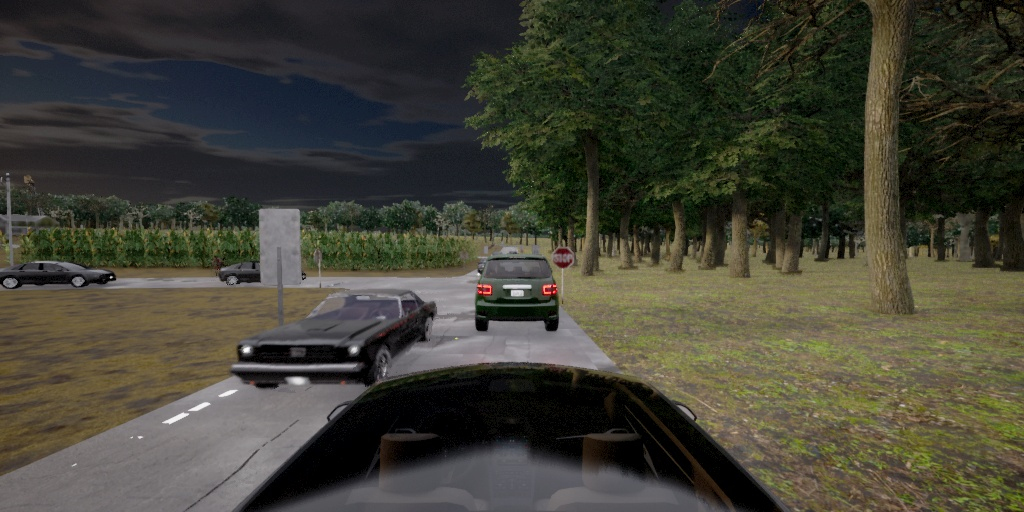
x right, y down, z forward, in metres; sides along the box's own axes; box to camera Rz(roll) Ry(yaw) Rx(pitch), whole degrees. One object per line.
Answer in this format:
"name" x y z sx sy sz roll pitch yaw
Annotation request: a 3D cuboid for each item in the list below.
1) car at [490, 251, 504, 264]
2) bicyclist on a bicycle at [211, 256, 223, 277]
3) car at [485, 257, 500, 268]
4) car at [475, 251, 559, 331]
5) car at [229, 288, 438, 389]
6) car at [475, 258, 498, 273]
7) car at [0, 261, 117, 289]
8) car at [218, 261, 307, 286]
"car" -2.649 0.214 64.184 2.150 2.045 5.566 0 2 0
"bicyclist on a bicycle" -23.379 0.821 28.448 0.582 1.620 1.656 0 1 -11
"car" -2.712 0.853 50.347 1.812 1.442 4.674 0 1 0
"car" 0.125 0.960 11.066 2.150 2.045 5.566 0 0 0
"car" -2.838 1.346 6.959 1.895 1.301 4.718 0 0 0
"car" -2.746 1.013 39.979 2.128 1.511 4.902 0 1 0
"car" -26.853 1.071 21.223 4.892 1.490 1.837 0 2 -17
"car" -16.014 1.095 23.192 4.892 1.490 1.837 0 2 -6
